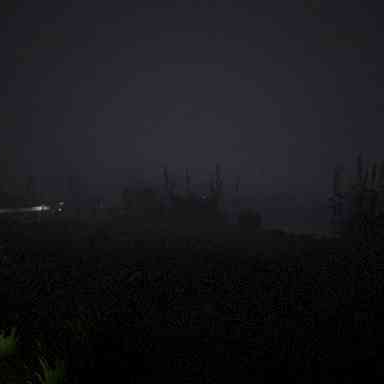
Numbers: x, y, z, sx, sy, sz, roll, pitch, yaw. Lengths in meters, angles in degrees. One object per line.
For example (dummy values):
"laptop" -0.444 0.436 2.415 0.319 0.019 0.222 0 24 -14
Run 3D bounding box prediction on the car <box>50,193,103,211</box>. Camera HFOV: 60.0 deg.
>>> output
"car" -10.539 0.961 30.381 2.097 1.767 4.553 0 3 40
